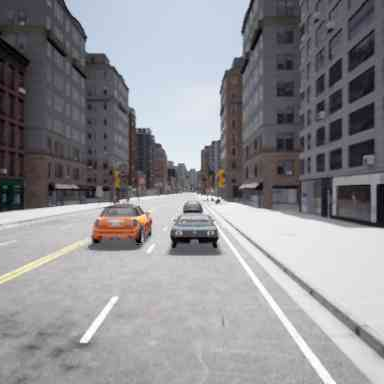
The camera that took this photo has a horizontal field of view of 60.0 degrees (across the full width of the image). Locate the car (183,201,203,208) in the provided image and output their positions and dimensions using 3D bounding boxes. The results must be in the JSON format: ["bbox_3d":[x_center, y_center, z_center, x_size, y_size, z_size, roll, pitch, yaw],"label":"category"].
[{"bbox_3d":[0.098,1.560,34.057,1.994,1.385,4.181,0,0,0],"label":"car"}]

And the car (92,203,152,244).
[{"bbox_3d":[-3.149,1.350,15.880,2.097,1.767,4.553,0,0,0],"label":"car"}]

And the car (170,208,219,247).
[{"bbox_3d":[0.101,1.599,14.878,1.895,1.301,4.718,0,0,0],"label":"car"}]
